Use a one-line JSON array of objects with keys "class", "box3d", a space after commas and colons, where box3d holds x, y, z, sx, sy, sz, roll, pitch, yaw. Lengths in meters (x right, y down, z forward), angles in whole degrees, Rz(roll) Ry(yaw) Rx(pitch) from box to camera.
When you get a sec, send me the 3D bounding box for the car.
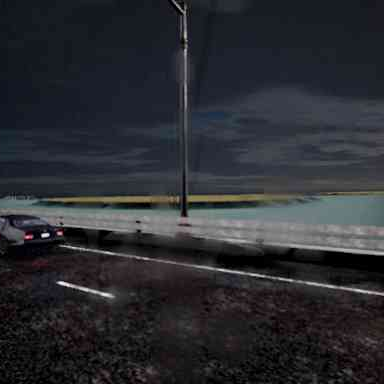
[{"class": "car", "box3d": [-7.389, 1.643, 13.609, 5.357, 1.411, 2.033, 0, 0, 36]}]
